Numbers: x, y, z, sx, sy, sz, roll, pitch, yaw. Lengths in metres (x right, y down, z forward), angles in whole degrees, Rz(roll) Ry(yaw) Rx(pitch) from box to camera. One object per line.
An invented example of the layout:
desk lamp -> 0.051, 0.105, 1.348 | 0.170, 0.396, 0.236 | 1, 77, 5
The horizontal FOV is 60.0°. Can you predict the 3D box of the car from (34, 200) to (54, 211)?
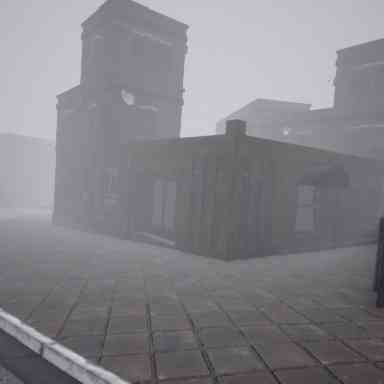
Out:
car -> -22.709, 2.048, 52.563 | 2.097, 1.767, 4.553 | 5, -1, 15
